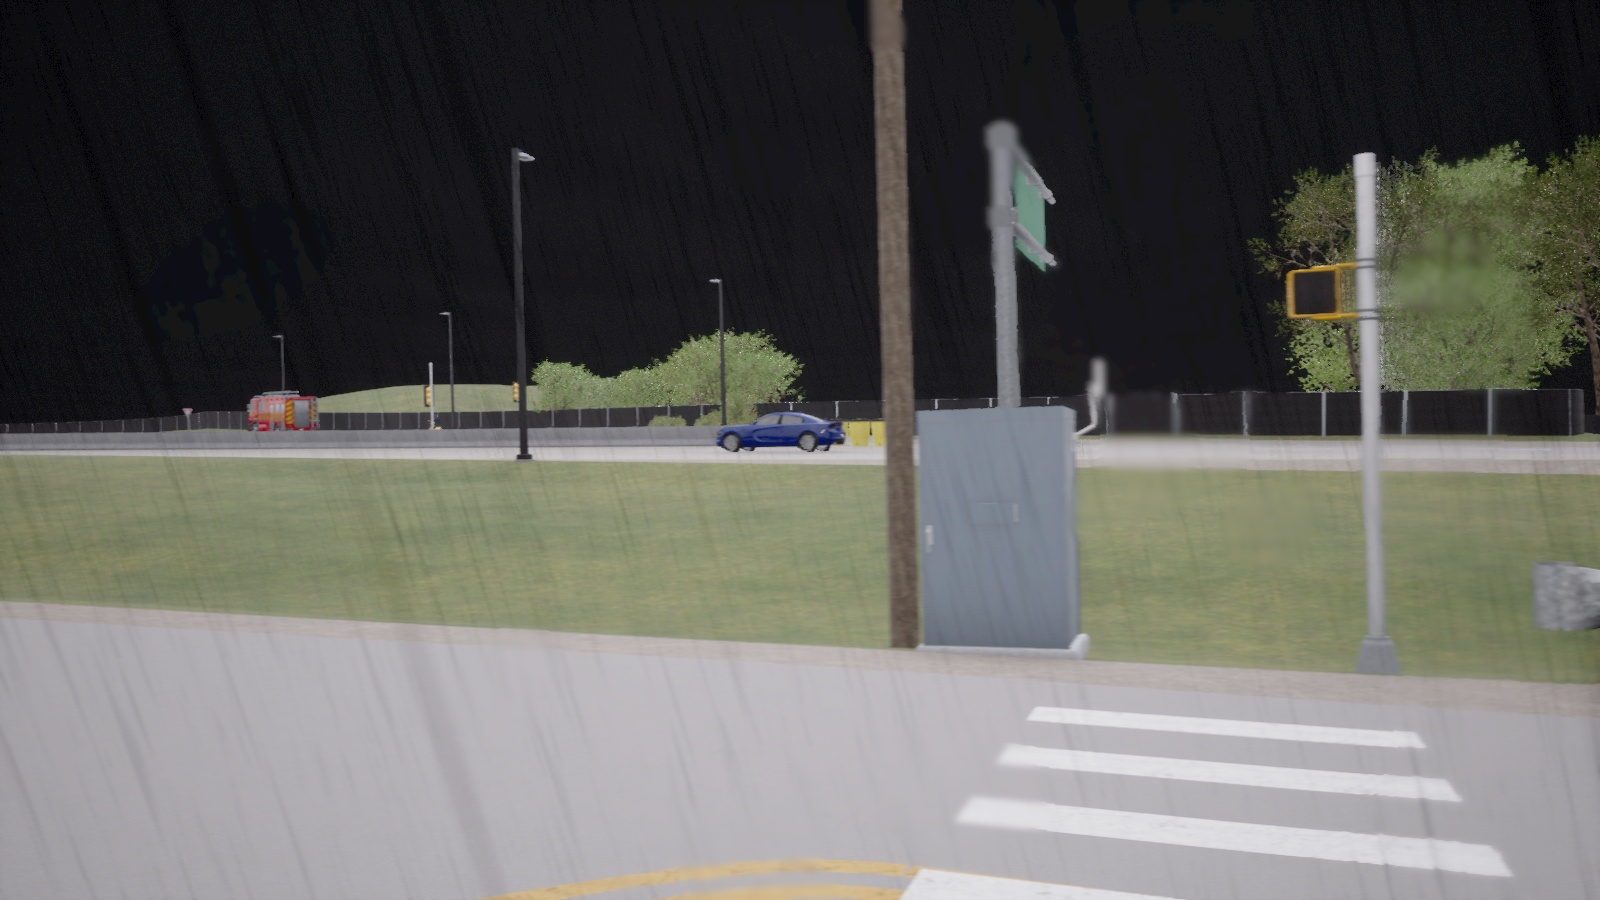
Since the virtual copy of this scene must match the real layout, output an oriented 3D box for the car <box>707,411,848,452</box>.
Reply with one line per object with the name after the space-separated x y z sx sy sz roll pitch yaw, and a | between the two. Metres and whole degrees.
-0.843 -0.703 47.726 5.008 1.535 1.882 0 1 19 | car
